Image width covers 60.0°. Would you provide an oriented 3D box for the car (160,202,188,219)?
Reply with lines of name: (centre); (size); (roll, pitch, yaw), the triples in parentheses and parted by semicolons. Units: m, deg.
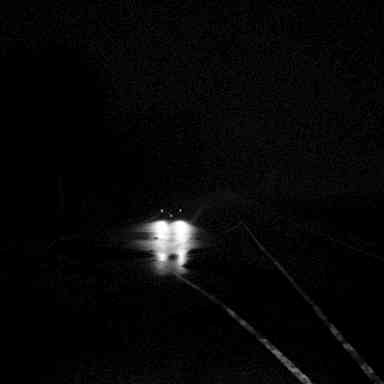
car: (-1.461, 1.477, 27.545); (1.895, 1.301, 4.718); (-1, 1, 4)
